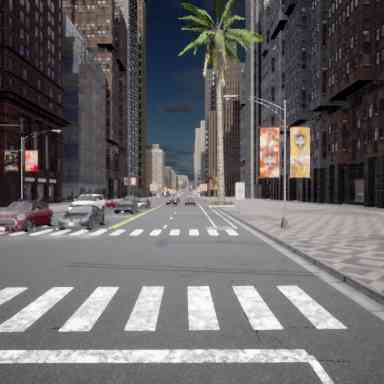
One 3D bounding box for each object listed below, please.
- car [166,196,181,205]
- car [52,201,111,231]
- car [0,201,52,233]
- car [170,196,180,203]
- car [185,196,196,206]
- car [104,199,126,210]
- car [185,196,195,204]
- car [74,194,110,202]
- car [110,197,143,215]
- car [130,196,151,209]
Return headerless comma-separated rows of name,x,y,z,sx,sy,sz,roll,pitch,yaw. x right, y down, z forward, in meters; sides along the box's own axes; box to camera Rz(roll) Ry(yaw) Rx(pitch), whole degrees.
car,-3.474,1.643,58.528,1.895,1.301,4.718,0,0,-1
car,-6.711,1.529,20.764,1.812,1.442,4.674,0,0,0
car,-9.956,1.355,19.695,2.097,1.767,4.553,0,0,0
car,-3.532,1.594,69.852,1.812,1.442,4.674,0,0,0
car,-0.308,1.585,56.112,2.033,1.411,5.357,0,0,0
car,-10.079,1.620,43.808,1.895,1.301,4.718,0,0,0
car,-0.366,1.538,66.534,1.882,1.535,5.008,0,0,0
car,-10.026,1.234,32.411,2.150,2.045,5.566,0,0,0
car,-6.792,1.558,34.960,2.033,1.411,5.357,0,0,-1
car,-6.841,1.513,46.002,2.128,1.511,4.902,0,0,0
